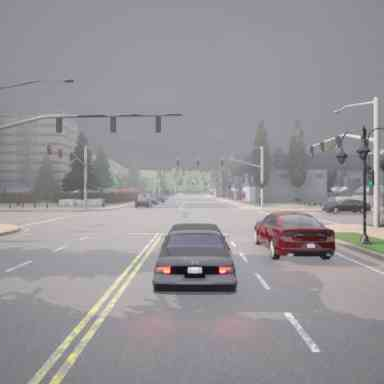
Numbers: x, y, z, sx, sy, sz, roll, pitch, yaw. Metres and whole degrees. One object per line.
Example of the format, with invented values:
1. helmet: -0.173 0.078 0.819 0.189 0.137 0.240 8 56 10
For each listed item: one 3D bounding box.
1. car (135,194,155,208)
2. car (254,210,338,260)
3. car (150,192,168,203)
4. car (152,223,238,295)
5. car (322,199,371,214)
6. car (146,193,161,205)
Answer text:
1. car: -6.981 1.476 48.096 1.882 1.535 5.008 0 0 0
2. car: 3.605 1.477 12.507 1.882 1.535 5.008 0 0 0
3. car: -6.861 1.222 68.969 2.150 2.045 5.566 0 0 0
4. car: 0.078 1.547 8.887 2.033 1.411 5.357 0 0 1
5. car: 16.256 1.504 35.146 4.892 1.490 1.837 0 0 -1
6. car: -6.947 1.476 57.668 1.882 1.535 5.008 0 1 0
